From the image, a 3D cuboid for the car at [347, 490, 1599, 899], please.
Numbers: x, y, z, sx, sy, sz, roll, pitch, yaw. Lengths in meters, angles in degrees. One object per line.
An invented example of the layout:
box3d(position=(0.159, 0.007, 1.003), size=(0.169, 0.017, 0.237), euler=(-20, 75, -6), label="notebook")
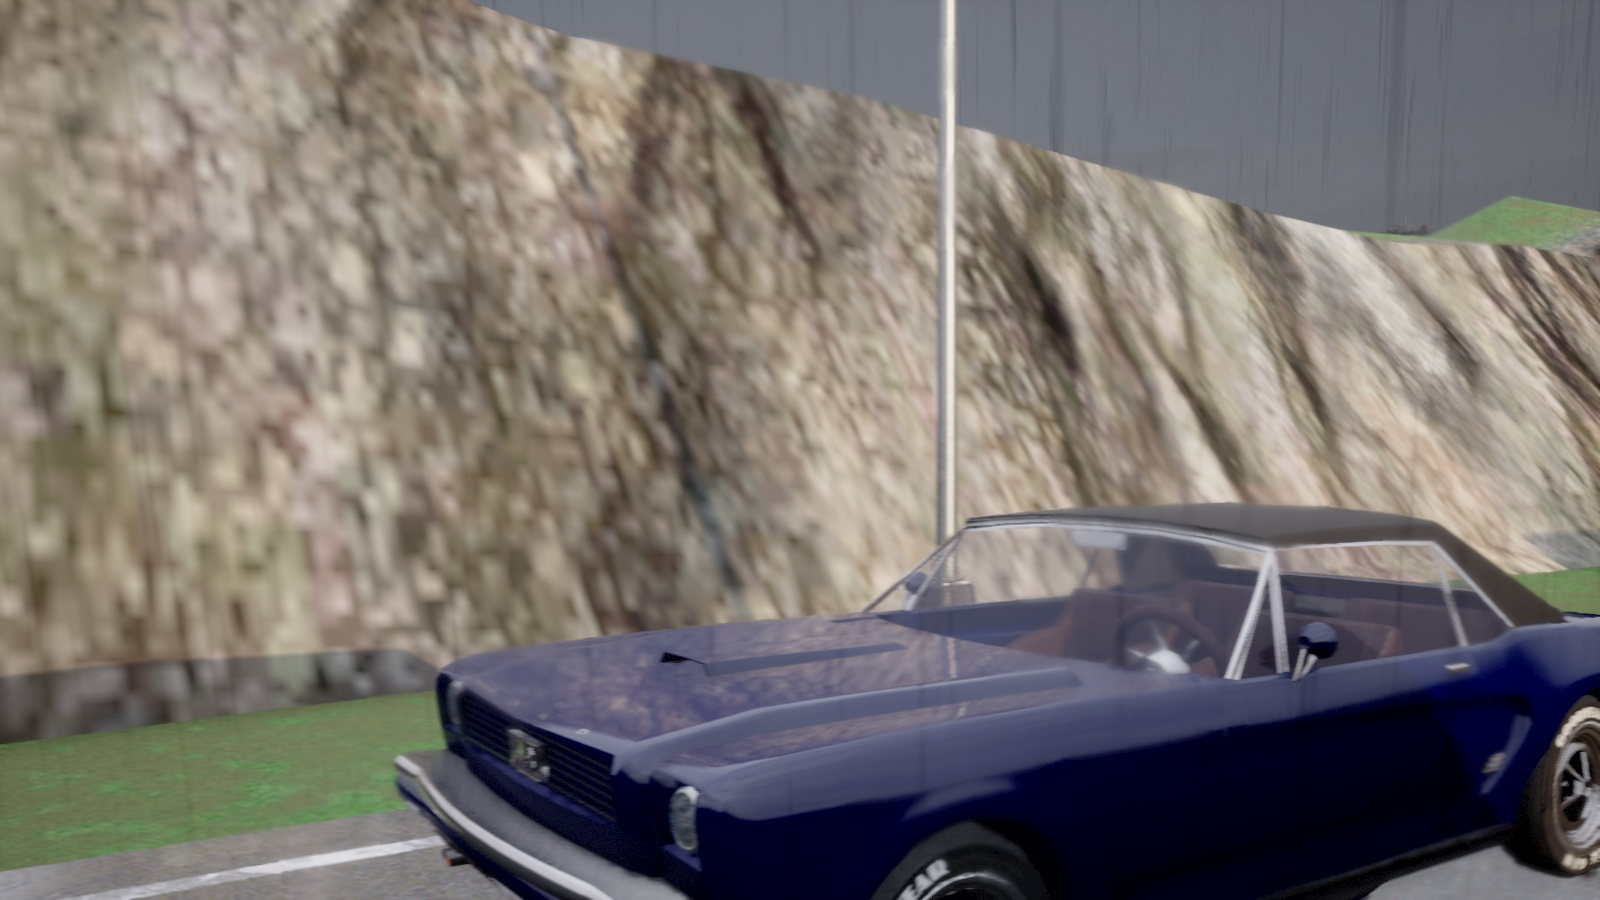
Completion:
box3d(position=(1.099, 0.853, 4.375), size=(4.718, 1.301, 1.895), euler=(0, 0, -34), label="car")
